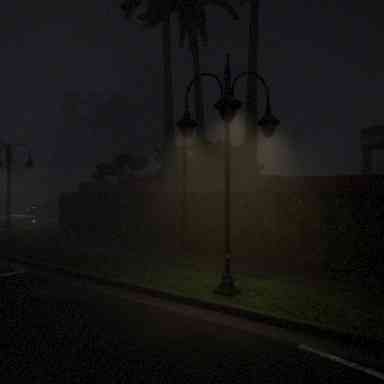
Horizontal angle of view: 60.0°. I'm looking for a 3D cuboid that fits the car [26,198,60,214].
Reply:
[{"bbox_3d":[-13.670,1.337,32.557,1.837,1.490,4.892,0,0,36],"label":"car"}]
